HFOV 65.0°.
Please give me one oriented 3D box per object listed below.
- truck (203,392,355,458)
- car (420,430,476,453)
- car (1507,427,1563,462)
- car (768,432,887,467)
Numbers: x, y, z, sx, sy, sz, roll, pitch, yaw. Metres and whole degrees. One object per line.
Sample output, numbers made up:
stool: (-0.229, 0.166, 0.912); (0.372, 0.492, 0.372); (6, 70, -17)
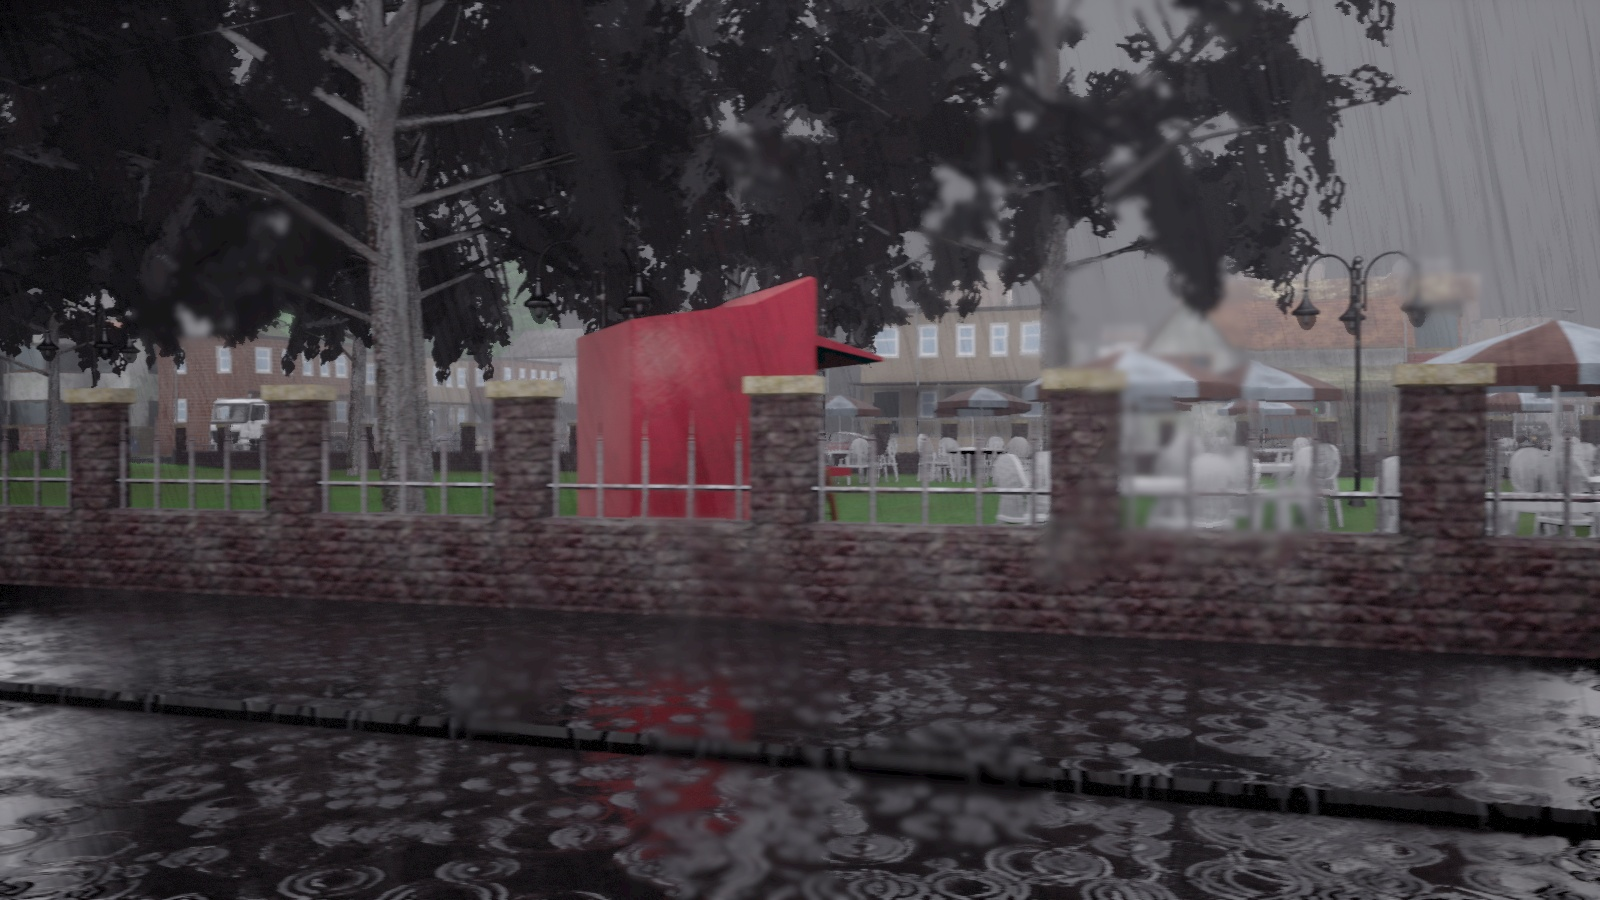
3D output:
truck: (-28.924, -1.388, 70.171); (2.891, 3.462, 7.936); (1, 1, 26)
car: (-23.614, -0.599, 84.345); (1.845, 1.501, 3.633); (1, 1, 19)
car: (40.708, -0.339, 69.608); (1.905, 1.878, 3.866); (1, 1, 19)
car: (1.206, -0.054, 55.288); (4.792, 1.488, 2.163); (1, 1, 19)
